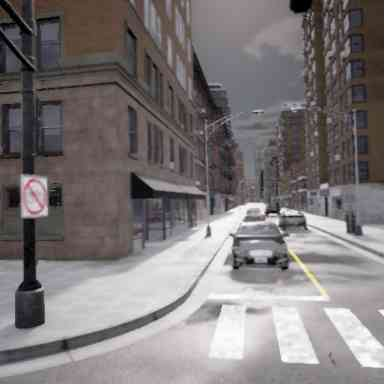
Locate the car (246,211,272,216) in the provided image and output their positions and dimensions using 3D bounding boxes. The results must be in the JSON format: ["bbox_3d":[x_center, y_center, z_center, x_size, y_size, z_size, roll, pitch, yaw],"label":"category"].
[{"bbox_3d":[4.737,2.333,24.875,1.895,1.301,4.718,-2,-2,10],"label":"car"}]

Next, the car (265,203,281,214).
[{"bbox_3d":[12.308,2.611,50.395,2.150,2.045,5.566,-2,-2,11],"label":"car"}]

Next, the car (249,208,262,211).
[{"bbox_3d":[8.168,2.789,43.510,1.812,1.442,4.674,-2,-2,11],"label":"car"}]

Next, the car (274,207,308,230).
[{"bbox_3d":[8.078,2.208,26.844,2.128,1.511,4.902,-2,-2,10],"label":"car"}]

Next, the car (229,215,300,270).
[{"bbox_3d":[2.508,1.868,12.529,2.128,1.511,4.902,-2,-2,10],"label":"car"}]
